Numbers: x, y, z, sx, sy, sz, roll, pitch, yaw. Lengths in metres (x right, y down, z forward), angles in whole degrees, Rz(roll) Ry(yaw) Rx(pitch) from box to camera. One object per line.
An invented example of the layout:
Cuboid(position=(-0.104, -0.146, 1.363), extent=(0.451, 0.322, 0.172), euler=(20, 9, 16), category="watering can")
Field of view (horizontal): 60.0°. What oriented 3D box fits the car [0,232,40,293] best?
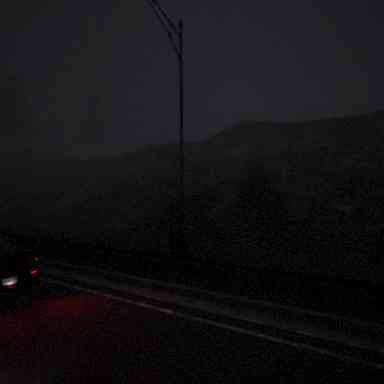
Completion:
Cuboid(position=(-5.458, 1.596, 7.892), extent=(4.674, 1.442, 1.812), euler=(0, 0, 36), category="car")
